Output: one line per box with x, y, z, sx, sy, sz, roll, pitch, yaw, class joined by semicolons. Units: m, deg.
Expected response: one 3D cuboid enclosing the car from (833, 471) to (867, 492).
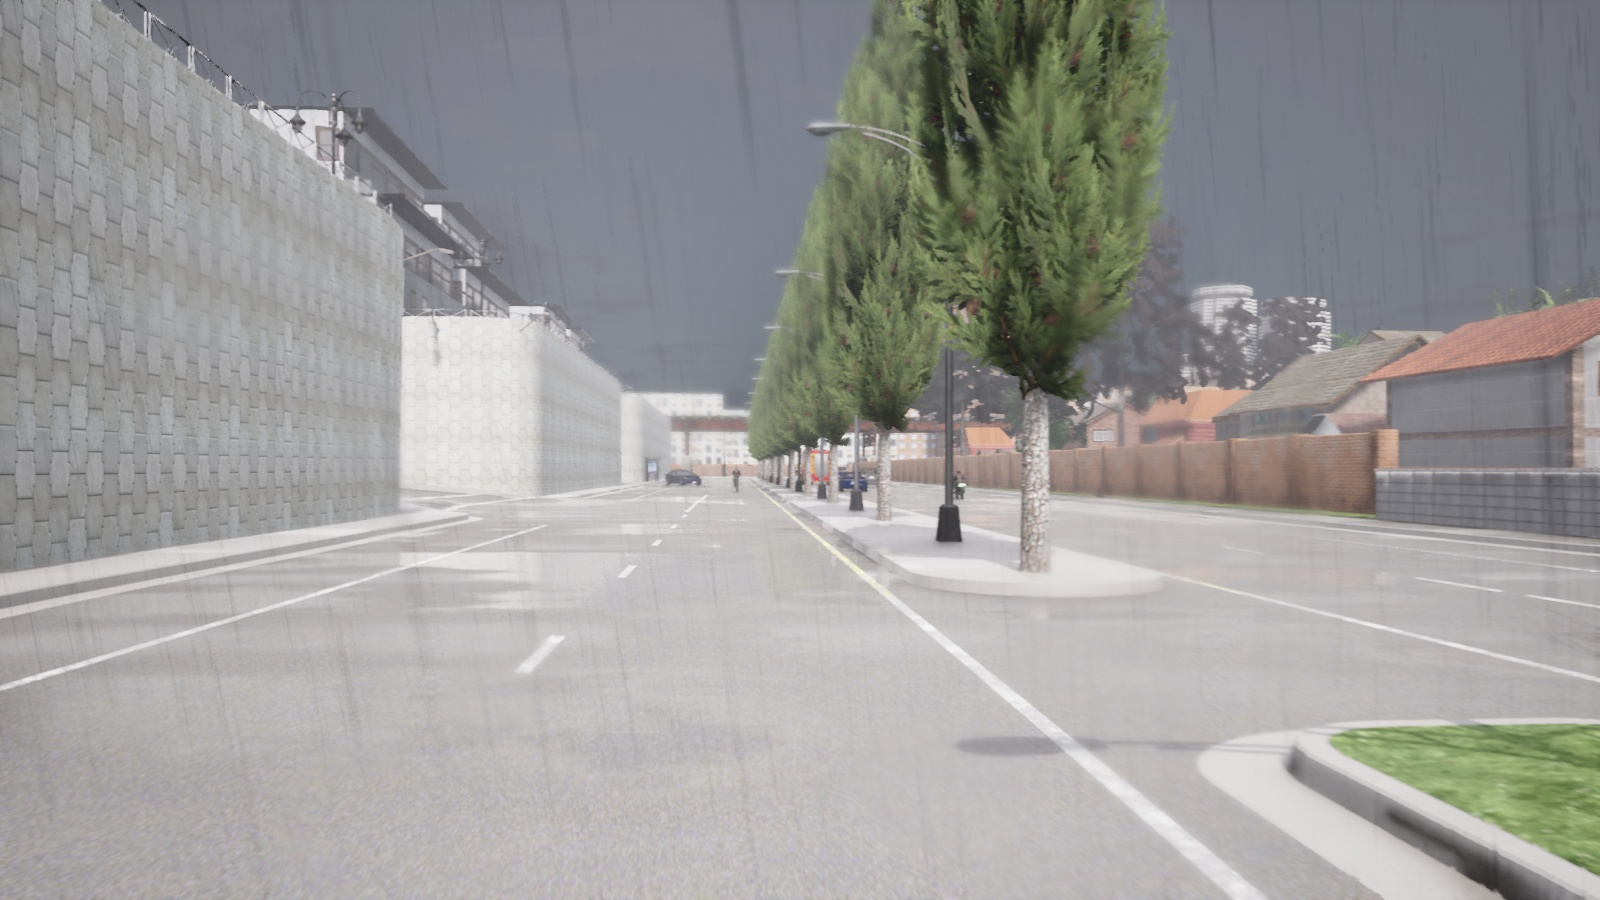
3.468;2.185;87.467;1.994;1.385;4.181;0;-1;-3;car

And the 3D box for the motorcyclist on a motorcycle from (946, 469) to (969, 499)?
8.166;1.743;65.248;0.797;1.523;2.044;0;-1;-3;motorcyclist on a motorcycle
